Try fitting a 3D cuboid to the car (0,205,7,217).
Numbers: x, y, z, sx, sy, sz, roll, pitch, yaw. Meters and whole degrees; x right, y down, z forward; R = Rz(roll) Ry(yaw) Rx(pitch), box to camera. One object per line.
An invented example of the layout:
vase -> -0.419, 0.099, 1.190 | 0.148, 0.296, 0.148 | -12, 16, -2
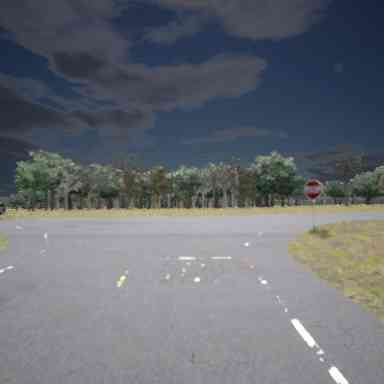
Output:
car -> -18.155, 1.534, 27.756 | 4.902, 1.511, 2.128 | -1, -3, 1
